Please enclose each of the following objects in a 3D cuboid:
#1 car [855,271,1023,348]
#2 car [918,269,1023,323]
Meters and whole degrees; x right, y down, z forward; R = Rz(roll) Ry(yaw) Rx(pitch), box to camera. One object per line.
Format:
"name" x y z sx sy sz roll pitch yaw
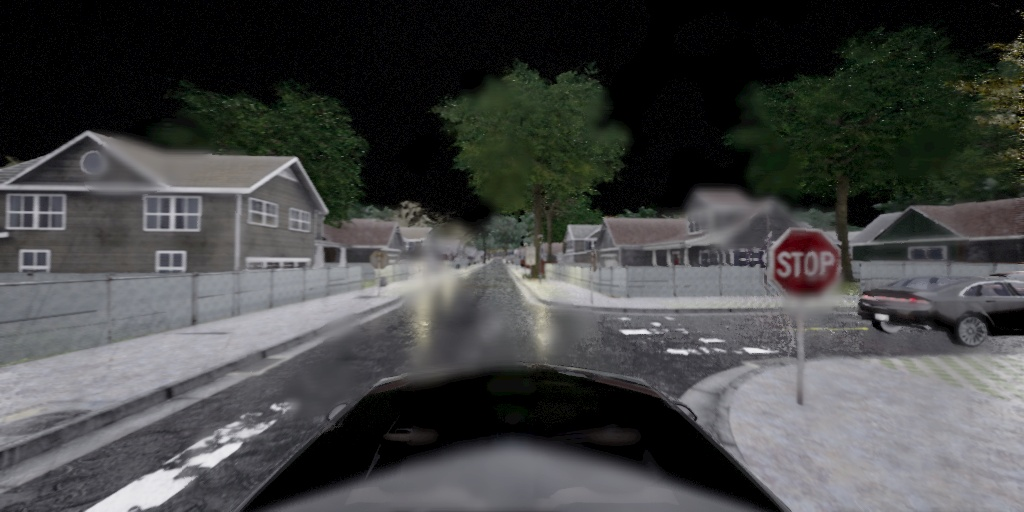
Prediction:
"car" 11.170 1.231 8.597 4.902 1.511 2.128 0 -1 -3
"car" 16.760 1.231 11.699 5.008 1.535 1.882 0 -1 -3
